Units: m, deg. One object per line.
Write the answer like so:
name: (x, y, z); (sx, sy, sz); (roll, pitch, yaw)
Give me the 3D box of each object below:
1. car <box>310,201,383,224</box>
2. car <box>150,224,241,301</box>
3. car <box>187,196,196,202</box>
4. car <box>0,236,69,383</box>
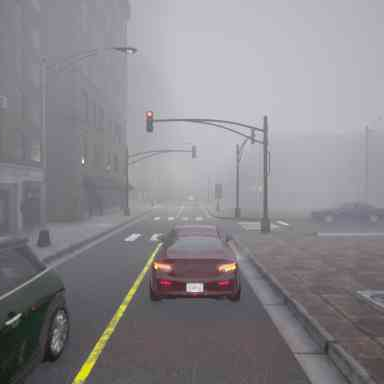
car: (11.102, 1.432, 23.886); (5.008, 1.535, 1.882); (0, 0, 0)
car: (0.083, 1.526, 8.184); (1.812, 1.442, 4.674); (0, 0, 1)
car: (-0.076, 1.567, 76.160); (1.812, 1.442, 4.674); (0, 0, 0)
car: (-2.804, 1.352, 2.845); (2.097, 1.767, 4.553); (0, 0, 0)
